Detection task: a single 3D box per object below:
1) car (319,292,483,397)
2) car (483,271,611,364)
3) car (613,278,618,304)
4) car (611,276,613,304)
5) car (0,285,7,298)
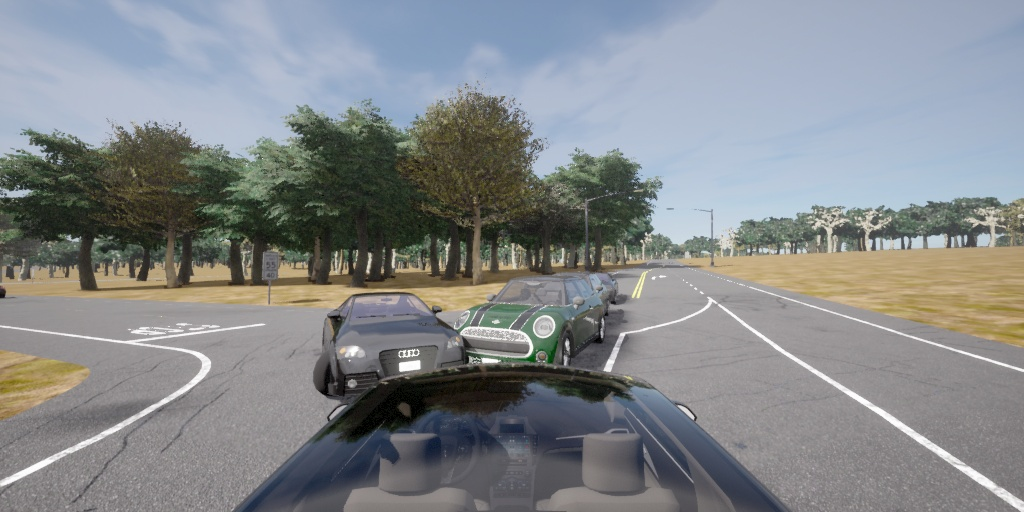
[{"bbox_3d":[-2.355,1.376,6.633,1.994,1.385,4.181,1,-2,-29],"label":"car"},{"bbox_3d":[0.616,1.218,7.838,2.097,1.767,4.553,-1,-2,26],"label":"car"},{"bbox_3d":[4.216,1.509,17.878,1.994,1.385,4.181,-1,0,19],"label":"car"},{"bbox_3d":[2.022,1.344,12.151,2.097,1.767,4.553,-1,-1,21],"label":"car"},{"bbox_3d":[-40.862,2.563,27.396,4.181,1.385,1.994,-2,-3,22],"label":"car"}]
